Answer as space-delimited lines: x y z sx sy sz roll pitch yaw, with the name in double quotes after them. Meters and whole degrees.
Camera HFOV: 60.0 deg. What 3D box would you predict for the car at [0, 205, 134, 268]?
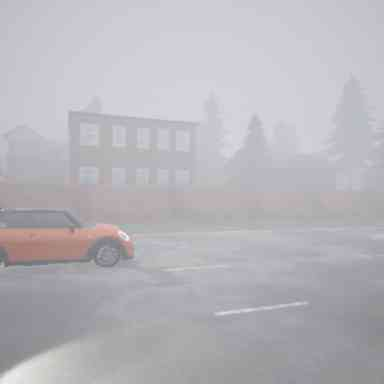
-4.054 1.251 9.912 4.553 1.767 2.097 1 0 -20 "car"
